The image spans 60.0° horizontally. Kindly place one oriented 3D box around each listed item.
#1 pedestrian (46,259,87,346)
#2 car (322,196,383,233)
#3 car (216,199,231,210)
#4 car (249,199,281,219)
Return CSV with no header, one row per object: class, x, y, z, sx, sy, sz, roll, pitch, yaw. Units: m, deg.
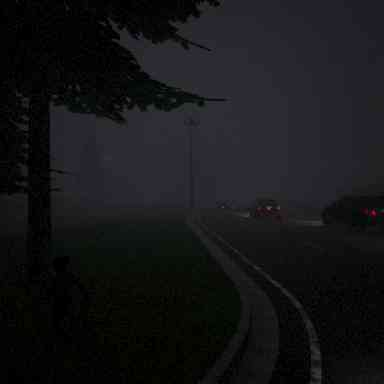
pedestrian,-1.797,1.144,4.676,0.375,1.860,0.375,0,0,30
car,9.923,1.221,19.890,2.150,2.045,5.566,0,0,-5
car,4.111,1.601,43.248,1.895,1.301,4.718,0,0,7
car,6.265,1.351,28.919,2.097,1.767,4.553,0,0,2
